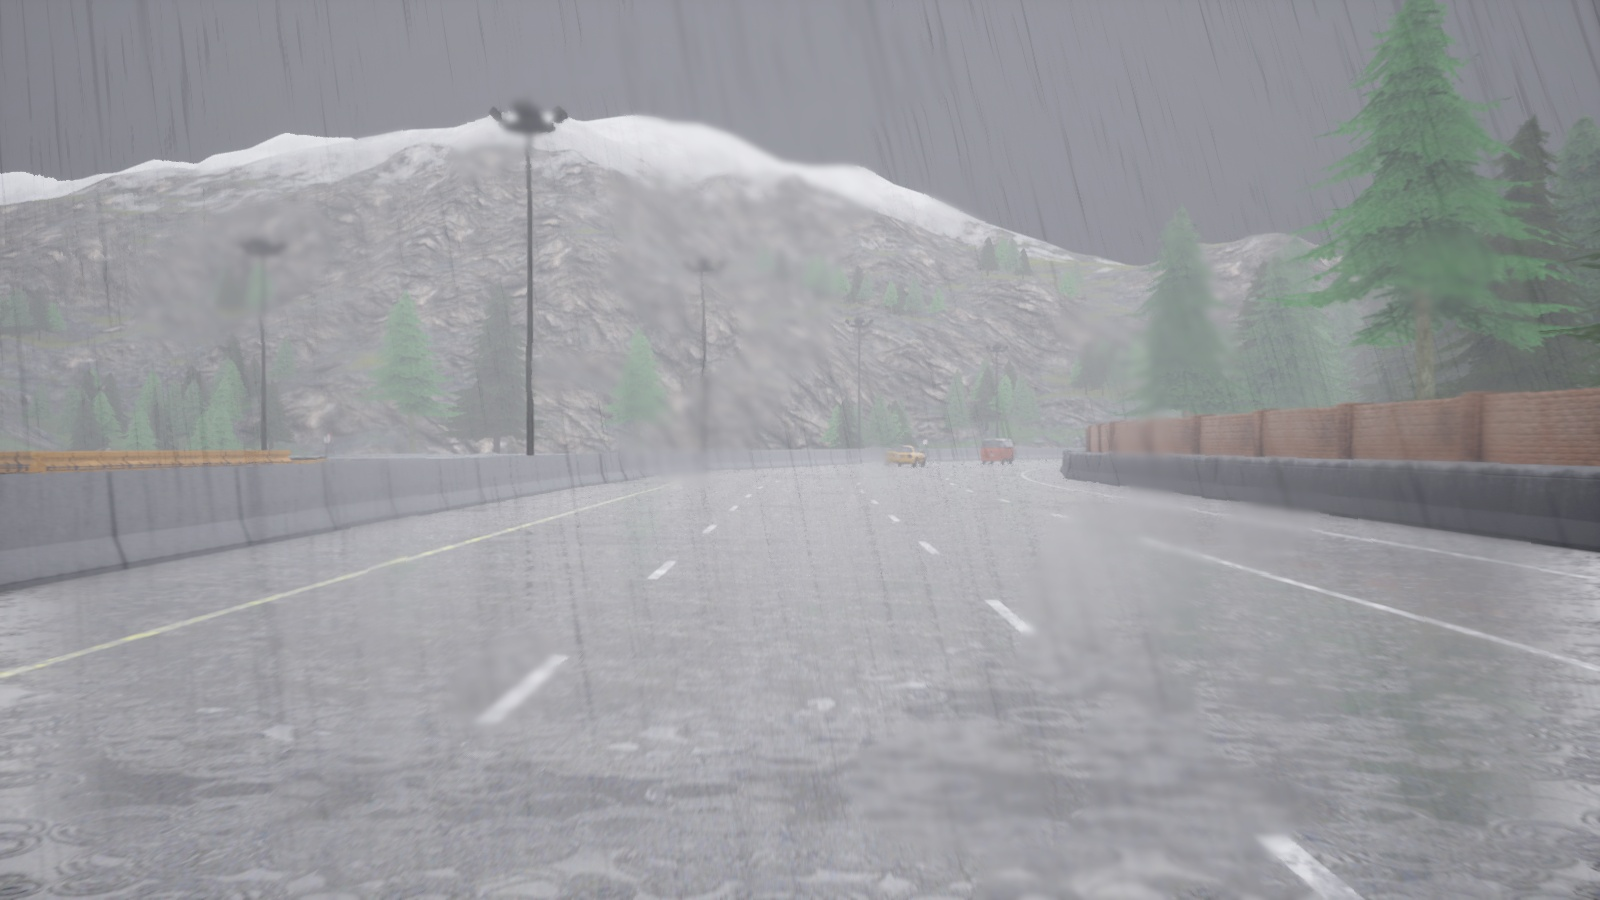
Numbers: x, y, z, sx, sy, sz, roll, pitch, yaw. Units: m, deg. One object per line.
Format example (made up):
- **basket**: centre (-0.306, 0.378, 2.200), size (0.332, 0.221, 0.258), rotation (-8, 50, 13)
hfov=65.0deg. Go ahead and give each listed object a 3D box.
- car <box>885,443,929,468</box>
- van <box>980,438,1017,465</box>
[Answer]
- **car**: centre (7.149, 0.353, 83.274), size (1.801, 1.575, 5.366), rotation (0, 0, 17)
- **van**: centre (15.018, 0.126, 94.682), size (1.775, 1.987, 4.442), rotation (0, 0, 22)
